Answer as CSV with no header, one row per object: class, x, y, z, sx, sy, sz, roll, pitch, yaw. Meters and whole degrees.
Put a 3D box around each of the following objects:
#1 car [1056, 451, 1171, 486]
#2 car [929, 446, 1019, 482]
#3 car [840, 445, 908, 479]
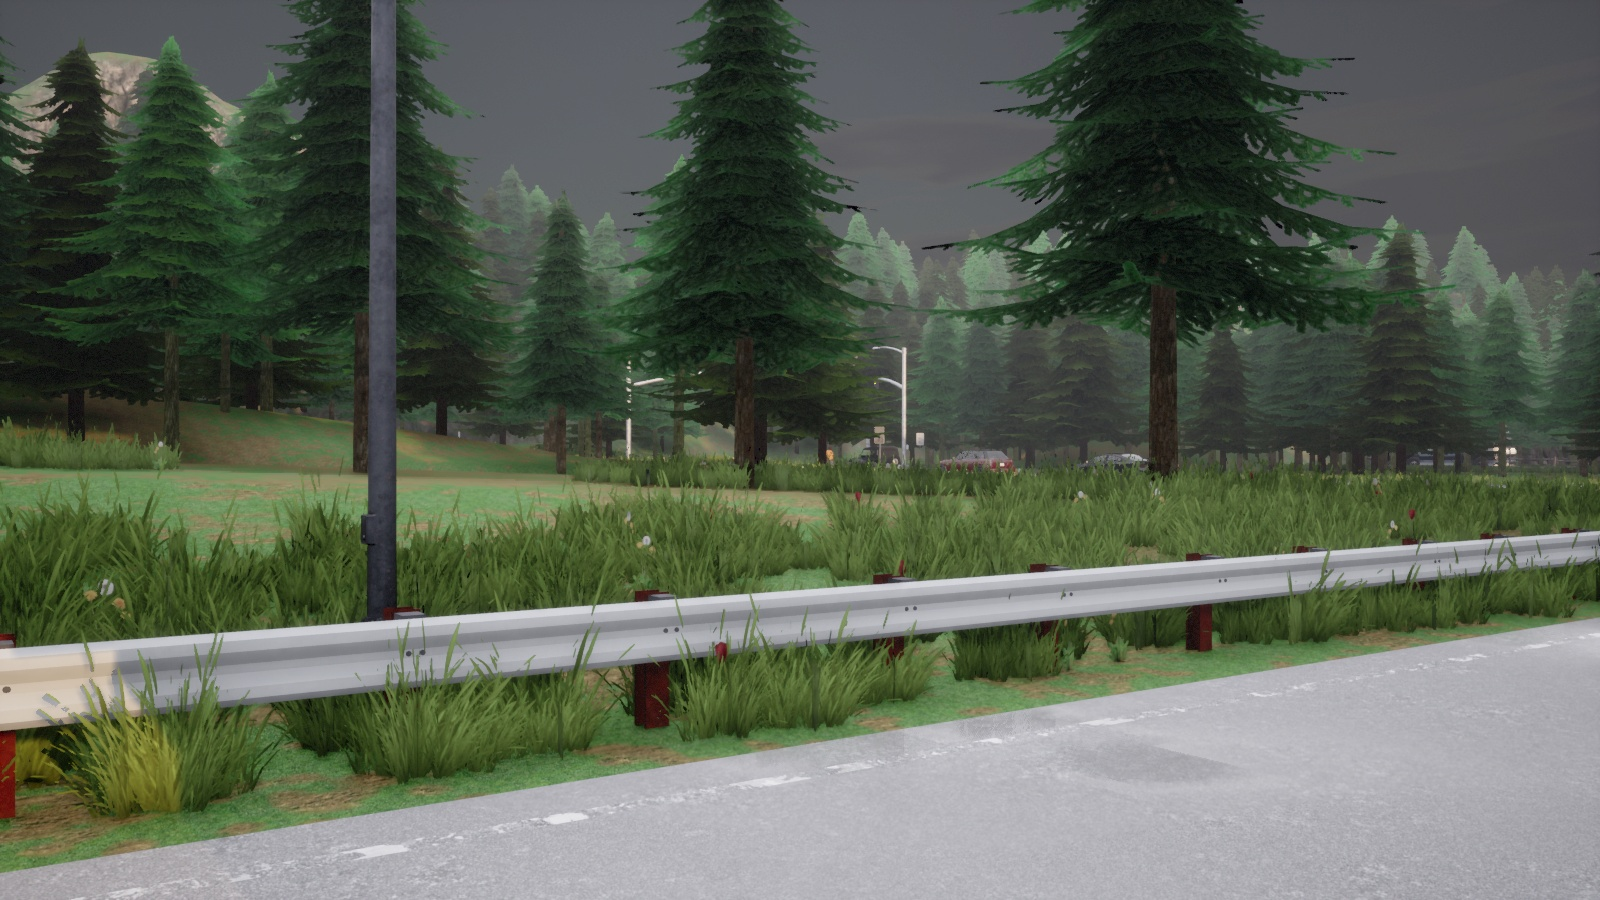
car,14.088,0.804,56.655,1.882,1.535,5.008,0,0,-35
car,8.863,0.715,64.298,2.097,1.767,4.553,0,0,-34
car,4.175,0.680,71.329,1.905,1.878,3.866,0,0,-34
